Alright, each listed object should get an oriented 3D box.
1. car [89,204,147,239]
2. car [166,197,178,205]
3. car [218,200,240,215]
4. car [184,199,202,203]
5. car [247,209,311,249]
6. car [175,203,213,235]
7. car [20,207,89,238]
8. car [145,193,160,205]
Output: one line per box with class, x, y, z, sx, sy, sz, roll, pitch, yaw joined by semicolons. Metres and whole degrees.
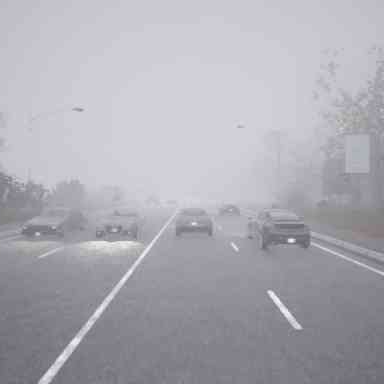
car;-3.590;1.567;17.299;1.994;1.385;4.181;0;0;0
car;-3.555;1.572;58.964;1.994;1.385;4.181;0;0;0
car;3.617;1.530;33.146;1.812;1.442;4.674;0;0;0
car;0.132;1.531;36.373;1.812;1.442;4.674;0;0;0
car;3.606;1.507;14.489;1.837;1.490;4.892;0;0;0
car;0.111;1.566;18.781;1.994;1.385;4.181;0;0;0
car;-7.091;1.551;17.958;2.033;1.411;5.357;0;0;0
car;-7.040;1.230;59.587;2.150;2.045;5.566;0;0;0
